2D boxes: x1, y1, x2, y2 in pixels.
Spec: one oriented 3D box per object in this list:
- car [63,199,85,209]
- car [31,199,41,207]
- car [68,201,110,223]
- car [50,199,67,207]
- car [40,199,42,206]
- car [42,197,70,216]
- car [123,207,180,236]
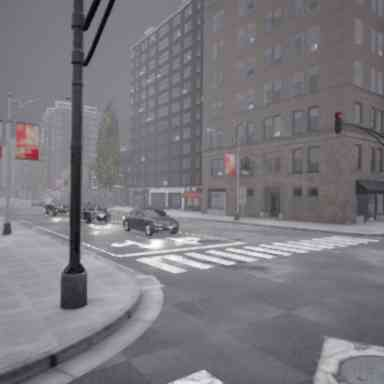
[{"bbox_3d":[-19.586,2.022,55.276,2.128,1.511,4.902,1,-1,-36],"label":"car"},{"bbox_3d":[-28.913,2.088,62.657,2.033,1.411,5.357,1,-1,-36],"label":"car"},{"bbox_3d":[-8.610,1.771,28.587,2.128,1.511,4.902,1,-1,-36],"label":"car"},{"bbox_3d":[-25.539,2.088,63.542,1.837,1.490,4.892,1,-1,-36],"label":"car"},{"bbox_3d":[-22.699,2.049,54.043,1.994,1.385,4.181,1,-1,-36],"label":"car"},{"bbox_3d":[-14.756,1.558,37.147,2.150,2.045,5.566,1,-1,-35],"label":"car"},{"bbox_3d":[-2.560,1.728,20.194,1.837,1.490,4.892,1,-1,-35],"label":"car"}]
